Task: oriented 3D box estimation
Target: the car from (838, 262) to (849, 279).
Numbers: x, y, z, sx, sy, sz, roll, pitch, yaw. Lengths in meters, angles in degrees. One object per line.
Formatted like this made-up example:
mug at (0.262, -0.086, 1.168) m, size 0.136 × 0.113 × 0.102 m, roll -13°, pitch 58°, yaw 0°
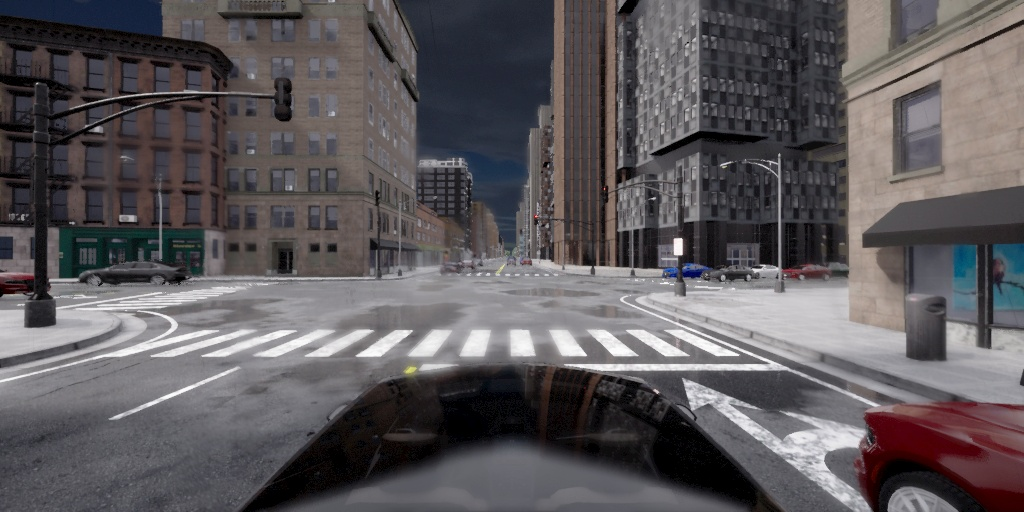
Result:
car at (35.015, 1.571, 39.664) m, size 4.553 × 1.767 × 2.097 m, roll 1°, pitch 0°, yaw -13°

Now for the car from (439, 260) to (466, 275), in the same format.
car at (-6.668, 1.322, 39.468) m, size 1.994 × 1.385 × 4.181 m, roll 0°, pitch 0°, yaw 0°

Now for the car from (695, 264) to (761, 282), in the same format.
car at (19.276, 1.515, 32.067) m, size 4.892 × 1.490 × 1.837 m, roll 1°, pitch 0°, yaw -17°

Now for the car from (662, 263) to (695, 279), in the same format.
car at (17.024, 1.487, 34.810) m, size 5.008 × 1.535 × 1.882 m, roll 1°, pitch 0°, yaw -16°

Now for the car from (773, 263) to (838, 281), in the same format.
car at (28.327, 1.594, 34.640) m, size 5.008 × 1.535 × 1.882 m, roll 1°, pitch 0°, yaw -15°

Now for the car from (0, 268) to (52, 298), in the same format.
car at (-22.331, 0.962, 14.468) m, size 5.008 × 1.535 × 1.882 m, roll 1°, pitch 0°, yaw -17°

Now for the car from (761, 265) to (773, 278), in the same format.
car at (26.006, 1.640, 37.381) m, size 4.674 × 1.442 × 1.812 m, roll 1°, pitch 0°, yaw -15°

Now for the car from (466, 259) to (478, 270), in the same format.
car at (-6.689, 1.287, 54.257) m, size 1.812 × 1.442 × 4.674 m, roll 0°, pitch 0°, yaw 0°

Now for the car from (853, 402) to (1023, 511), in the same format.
car at (3.353, 1.228, 0.439) m, size 1.882 × 1.535 × 5.008 m, roll 0°, pitch 0°, yaw 0°

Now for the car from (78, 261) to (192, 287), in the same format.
car at (-22.349, 1.042, 21.429) m, size 4.892 × 1.490 × 1.837 m, roll 1°, pitch 0°, yaw -17°
